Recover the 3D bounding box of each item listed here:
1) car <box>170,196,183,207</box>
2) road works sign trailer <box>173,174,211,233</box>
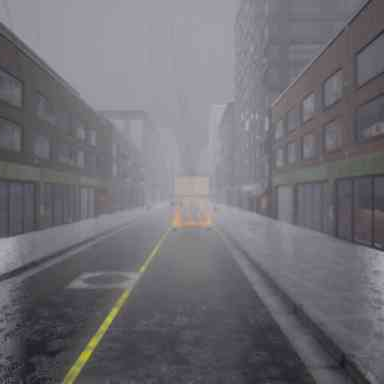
[{"bbox_3d":[-3.014,1.874,64.938,2.150,2.045,5.566,0,0,0],"label":"car"},{"bbox_3d":[0.000,0.680,21.076,2.380,3.560,2.880,0,-1,0],"label":"road works sign trailer"}]
